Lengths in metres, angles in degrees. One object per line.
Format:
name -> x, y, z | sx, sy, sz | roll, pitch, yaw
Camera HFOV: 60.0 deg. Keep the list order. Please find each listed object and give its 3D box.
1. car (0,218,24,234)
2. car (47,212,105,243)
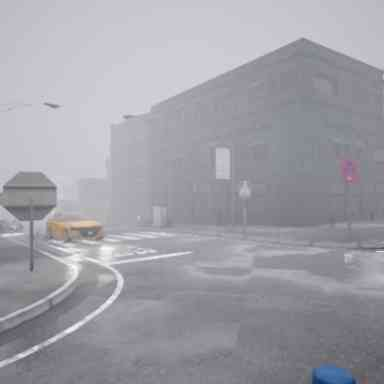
car -> -18.992, 3.529, 34.837 | 2.128, 1.511, 4.902 | 0, -5, -37
car -> -6.383, 1.819, 18.000 | 1.882, 1.535, 5.008 | 0, -3, -37
